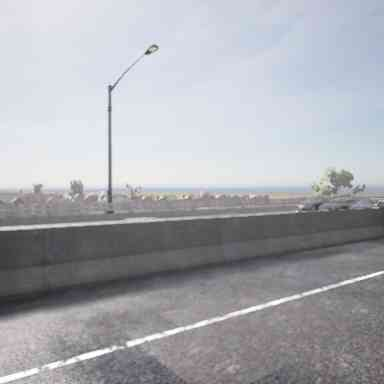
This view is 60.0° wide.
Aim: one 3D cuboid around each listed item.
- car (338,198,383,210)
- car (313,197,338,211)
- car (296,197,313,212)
[{"bbox_3d":[13.913,1.328,25.851,4.902,1.511,2.128,0,0,-35],"label":"car"},{"bbox_3d":[13.305,1.318,29.684,4.892,1.490,1.837,0,0,-35],"label":"car"},{"bbox_3d":[12.499,1.282,33.379,4.902,1.511,2.128,0,0,-35],"label":"car"}]
